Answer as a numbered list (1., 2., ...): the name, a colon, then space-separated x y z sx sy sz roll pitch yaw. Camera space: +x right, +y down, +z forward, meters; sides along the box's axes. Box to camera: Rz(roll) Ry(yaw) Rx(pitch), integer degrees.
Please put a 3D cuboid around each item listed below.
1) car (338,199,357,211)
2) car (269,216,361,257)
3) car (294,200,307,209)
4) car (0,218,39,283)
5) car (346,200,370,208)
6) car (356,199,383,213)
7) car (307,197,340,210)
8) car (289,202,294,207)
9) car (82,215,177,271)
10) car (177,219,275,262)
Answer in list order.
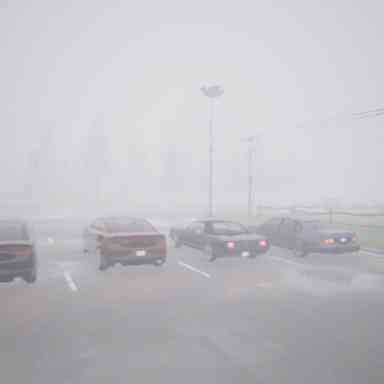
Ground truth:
1. car: 25.782 2.248 52.279 4.892 1.490 1.837 1 0 -26
2. car: 4.097 1.699 13.731 2.033 1.411 5.357 1 0 -26
3. car: 20.610 2.156 57.538 5.008 1.535 1.882 1 0 -26
4. car: -5.327 1.436 9.104 1.882 1.535 5.008 1 0 -26
5. car: 33.869 2.462 67.775 4.892 1.490 1.837 1 0 -26
6. car: 27.115 2.228 49.041 5.008 1.535 1.882 1 0 -26
7. car: 22.067 1.909 54.367 5.566 2.045 2.150 1 0 -26
8. car: 20.094 2.166 61.148 5.008 1.535 1.882 1 0 -25
9. car: -2.468 1.499 11.221 1.882 1.535 5.008 1 0 -26
10. car: 0.741 1.687 12.624 1.895 1.301 4.718 1 0 -26
